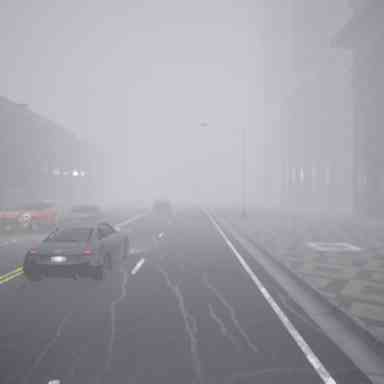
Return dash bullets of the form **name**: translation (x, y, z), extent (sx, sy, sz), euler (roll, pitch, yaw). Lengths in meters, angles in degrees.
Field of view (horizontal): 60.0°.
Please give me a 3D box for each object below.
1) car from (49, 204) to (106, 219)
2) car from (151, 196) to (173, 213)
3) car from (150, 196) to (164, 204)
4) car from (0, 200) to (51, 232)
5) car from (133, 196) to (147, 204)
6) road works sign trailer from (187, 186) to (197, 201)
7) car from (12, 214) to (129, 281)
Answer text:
- **car**: translation (-6.591, 1.495, 20.213), extent (1.837, 1.490, 4.892), euler (0, 0, 0)
- **car**: translation (-3.137, 1.463, 36.567), extent (1.882, 1.535, 5.008), euler (0, 0, 0)
- **car**: translation (-6.498, 1.476, 62.273), extent (2.128, 1.511, 4.902), euler (0, 0, 1)
- **car**: translation (-9.840, 1.342, 20.103), extent (2.097, 1.767, 4.553), euler (0, 0, 0)
- **car**: translation (-9.747, 1.505, 62.277), extent (1.812, 1.442, 4.674), euler (0, 0, 1)
- **road works sign trailer**: translation (0.045, 0.445, 80.976), extent (2.380, 3.560, 2.880), euler (0, 0, 0)
- **car**: translation (-3.146, 1.558, 9.864), extent (1.994, 1.385, 4.181), euler (0, 0, 0)
